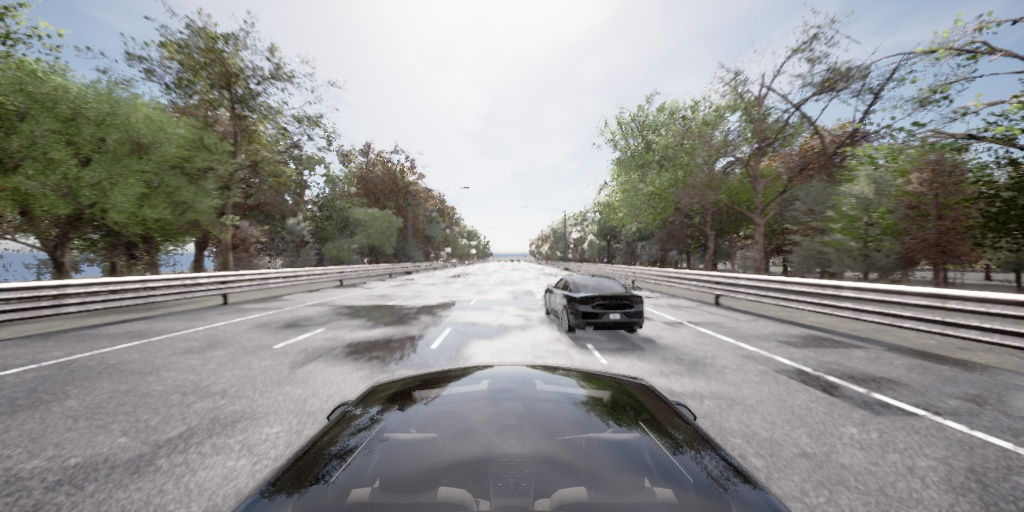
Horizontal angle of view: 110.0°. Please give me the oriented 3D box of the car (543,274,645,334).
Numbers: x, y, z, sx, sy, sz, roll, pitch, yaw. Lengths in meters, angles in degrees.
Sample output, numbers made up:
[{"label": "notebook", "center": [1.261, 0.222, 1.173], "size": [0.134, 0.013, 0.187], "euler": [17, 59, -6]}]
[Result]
[{"label": "car", "center": [2.201, 1.292, 10.886], "size": [1.882, 1.535, 5.008], "euler": [0, -1, -5]}]
